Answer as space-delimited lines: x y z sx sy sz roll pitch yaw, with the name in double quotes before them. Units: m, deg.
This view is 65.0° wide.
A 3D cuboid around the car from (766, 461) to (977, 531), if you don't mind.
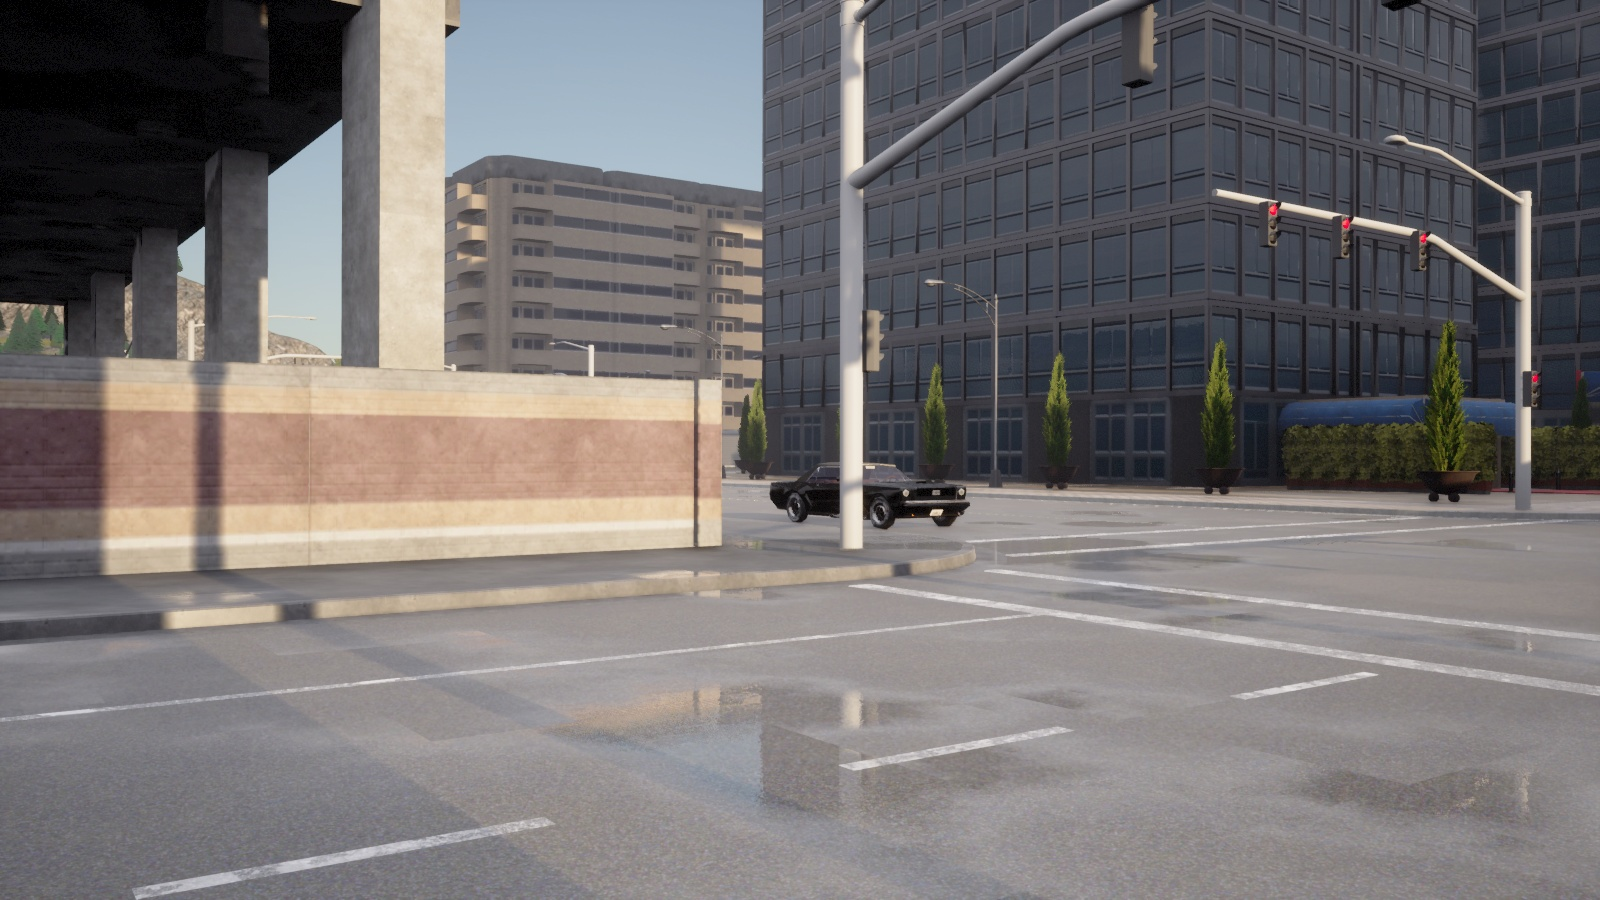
"car" 1.379 0.907 26.381 1.895 1.301 4.718 0 0 -35
